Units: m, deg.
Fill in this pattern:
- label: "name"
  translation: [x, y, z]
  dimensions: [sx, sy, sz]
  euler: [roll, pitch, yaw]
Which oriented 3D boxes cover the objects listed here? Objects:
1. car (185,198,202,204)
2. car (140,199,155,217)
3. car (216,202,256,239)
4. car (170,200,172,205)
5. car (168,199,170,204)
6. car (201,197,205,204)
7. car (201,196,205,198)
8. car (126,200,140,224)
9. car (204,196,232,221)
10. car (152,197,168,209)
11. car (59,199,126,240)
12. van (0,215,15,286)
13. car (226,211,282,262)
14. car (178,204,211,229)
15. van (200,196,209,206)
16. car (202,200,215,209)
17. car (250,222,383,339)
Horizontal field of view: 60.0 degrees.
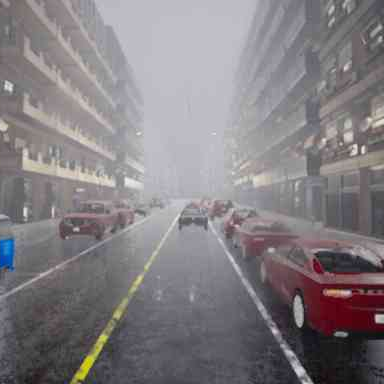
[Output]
- label: "car"
  translation: [0.043, 1.792, 42.276]
  dimensions: [1.812, 1.442, 4.674]
  euler: [0, -1, 0]
- label: "car"
  translation: [-5.335, 1.776, 34.408]
  dimensions: [1.947, 1.339, 4.313]
  euler: [1, 0, 0]
- label: "car"
  translation: [2.575, 1.543, 17.765]
  dimensions: [1.967, 1.590, 4.097]
  euler: [1, 0, 0]
- label: "car"
  translation: [-5.380, 2.109, 73.122]
  dimensions: [1.802, 1.307, 4.206]
  euler: [1, -1, 0]
- label: "car"
  translation: [-5.360, 1.925, 56.529]
  dimensions: [1.887, 1.381, 4.507]
  euler: [1, 0, 0]
- label: "car"
  translation: [2.507, 1.689, 39.890]
  dimensions: [1.967, 1.590, 4.097]
  euler: [1, 0, 0]
- label: "car"
  translation: [2.485, 1.741, 62.016]
  dimensions: [2.192, 1.841, 5.009]
  euler: [1, -1, 0]
- label: "car"
  translation: [-5.316, 1.453, 23.347]
  dimensions: [2.192, 1.841, 5.009]
  euler: [1, 0, 0]
- label: "car"
  translation: [2.523, 1.487, 28.828]
  dimensions: [2.192, 1.841, 5.009]
  euler: [1, 0, 0]
- label: "car"
  translation: [-5.349, 1.650, 50.999]
  dimensions: [2.192, 1.841, 5.009]
  euler: [1, 0, 0]
- label: "car"
  translation: [-5.310, 1.419, 17.818]
  dimensions: [2.192, 1.841, 5.009]
  euler: [1, 0, 0]
- label: "van"
  translation: [-5.298, 1.380, 6.757]
  dimensions: [1.690, 1.788, 3.998]
  euler: [1, 0, 0]
- label: "car"
  translation: [2.571, 1.614, 12.233]
  dimensions: [1.887, 1.381, 4.507]
  euler: [1, 0, 0]
- label: "car"
  translation: [0.075, 1.733, 22.603]
  dimensions: [1.895, 1.301, 4.718]
  euler: [0, 0, 0]
- label: "van"
  translation: [2.477, 1.816, 67.547]
  dimensions: [1.690, 1.788, 3.998]
  euler: [1, -1, 0]
- label: "car"
  translation: [2.492, 1.915, 50.951]
  dimensions: [1.802, 1.307, 4.206]
  euler: [1, 0, 0]
- label: "car"
  translation: [2.578, 1.582, 6.703]
  dimensions: [1.887, 1.381, 4.507]
  euler: [1, 0, 0]
